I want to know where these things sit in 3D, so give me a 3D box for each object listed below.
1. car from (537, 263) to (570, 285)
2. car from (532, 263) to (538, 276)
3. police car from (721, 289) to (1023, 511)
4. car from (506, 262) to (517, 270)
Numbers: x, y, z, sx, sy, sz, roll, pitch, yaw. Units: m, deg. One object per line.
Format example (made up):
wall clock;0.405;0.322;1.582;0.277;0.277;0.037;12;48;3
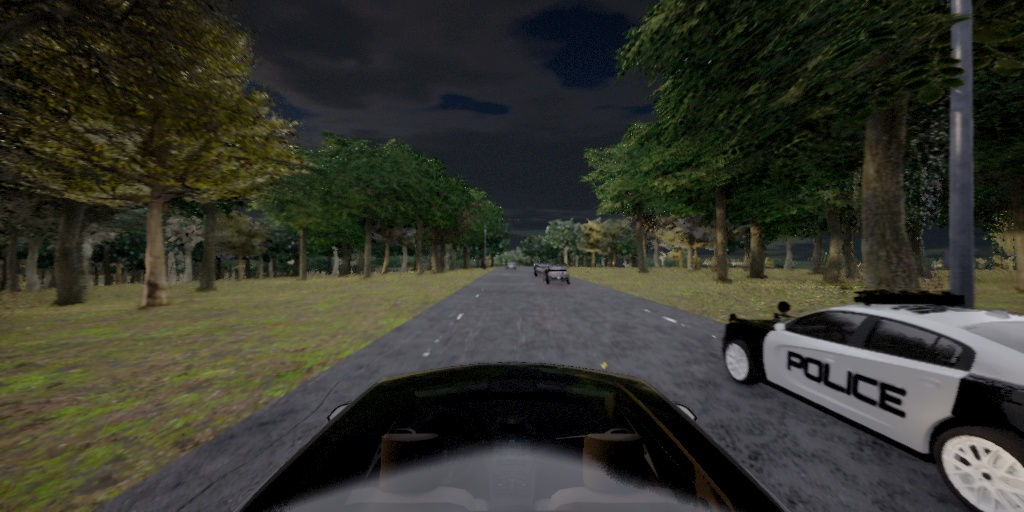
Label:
car;3.470;1.426;28.803;2.128;1.511;4.902;0;0;0
car;3.419;1.517;41.394;2.128;1.511;4.902;0;0;0
police car;4.534;1.224;4.280;1.930;1.638;5.238;0;0;0
car;-0.172;1.763;63.853;2.128;1.511;4.902;0;-1;0
